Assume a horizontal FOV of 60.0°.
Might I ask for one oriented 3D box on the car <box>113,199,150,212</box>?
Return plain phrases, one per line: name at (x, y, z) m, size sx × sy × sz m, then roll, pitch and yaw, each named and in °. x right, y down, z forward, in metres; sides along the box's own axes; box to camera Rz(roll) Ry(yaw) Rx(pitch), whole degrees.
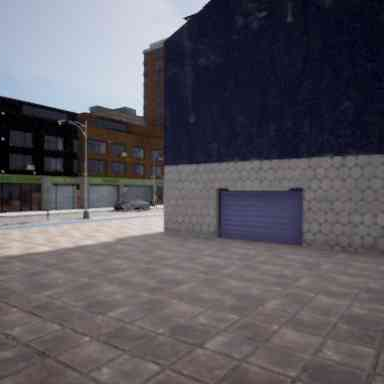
car at (-6.628, 1.438, 36.771) m, size 1.994 × 1.385 × 4.181 m, roll 0°, pitch 0°, yaw 36°
